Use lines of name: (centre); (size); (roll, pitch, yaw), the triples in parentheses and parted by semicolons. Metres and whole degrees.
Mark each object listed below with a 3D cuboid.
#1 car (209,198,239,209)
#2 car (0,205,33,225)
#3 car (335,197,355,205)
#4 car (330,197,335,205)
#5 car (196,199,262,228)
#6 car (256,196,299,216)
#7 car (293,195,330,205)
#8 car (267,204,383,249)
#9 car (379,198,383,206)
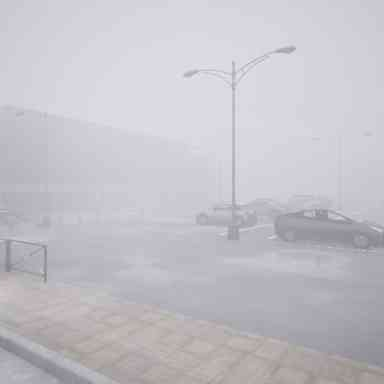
car: (4.944, 1.724, 50.435); (2.033, 1.411, 5.357); (0, 0, 35)
car: (-13.861, 1.668, 23.534); (2.128, 1.511, 4.902); (0, 0, 35)
car: (24.995, 1.565, 55.062); (3.633, 1.501, 1.845); (0, 0, 35)
car: (14.239, 1.289, 39.907); (4.605, 1.855, 1.932); (0, 0, 35)
car: (2.173, 1.424, 21.356); (3.806, 1.475, 1.970); (0, 0, 35)
car: (5.584, 1.345, 26.801); (5.027, 1.636, 2.152); (0, 0, 35)
car: (12.912, 1.268, 37.289); (3.866, 1.878, 1.905); (0, 0, 35)
car: (5.854, 1.490, 14.316); (4.514, 1.523, 2.007); (0, 0, 35)
car: (29.371, 1.576, 48.369); (3.806, 1.475, 1.970); (0, 0, 35)
